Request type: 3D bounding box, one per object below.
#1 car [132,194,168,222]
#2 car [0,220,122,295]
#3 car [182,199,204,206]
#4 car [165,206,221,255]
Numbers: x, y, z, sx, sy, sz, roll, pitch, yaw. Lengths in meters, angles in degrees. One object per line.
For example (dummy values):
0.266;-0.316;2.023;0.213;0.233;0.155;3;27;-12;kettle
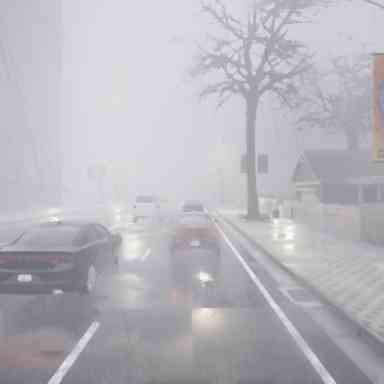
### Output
-3.152;1.175;25.600;2.150;2.045;5.566;0;0;0;car
-3.150;1.467;8.739;1.882;1.535;5.008;0;0;0;car
0.097;1.417;30.666;1.882;1.535;5.008;0;0;0;car
0.099;1.507;13.151;1.812;1.442;4.674;0;0;0;car
